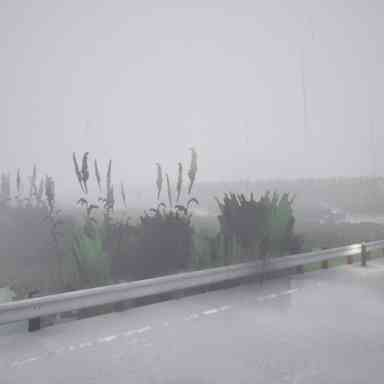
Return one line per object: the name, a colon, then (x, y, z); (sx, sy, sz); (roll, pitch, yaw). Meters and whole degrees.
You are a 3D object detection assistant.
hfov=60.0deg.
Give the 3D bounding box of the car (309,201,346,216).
car: (10.878, 1.574, 29.024); (2.097, 1.767, 4.553); (-1, 1, -43)
